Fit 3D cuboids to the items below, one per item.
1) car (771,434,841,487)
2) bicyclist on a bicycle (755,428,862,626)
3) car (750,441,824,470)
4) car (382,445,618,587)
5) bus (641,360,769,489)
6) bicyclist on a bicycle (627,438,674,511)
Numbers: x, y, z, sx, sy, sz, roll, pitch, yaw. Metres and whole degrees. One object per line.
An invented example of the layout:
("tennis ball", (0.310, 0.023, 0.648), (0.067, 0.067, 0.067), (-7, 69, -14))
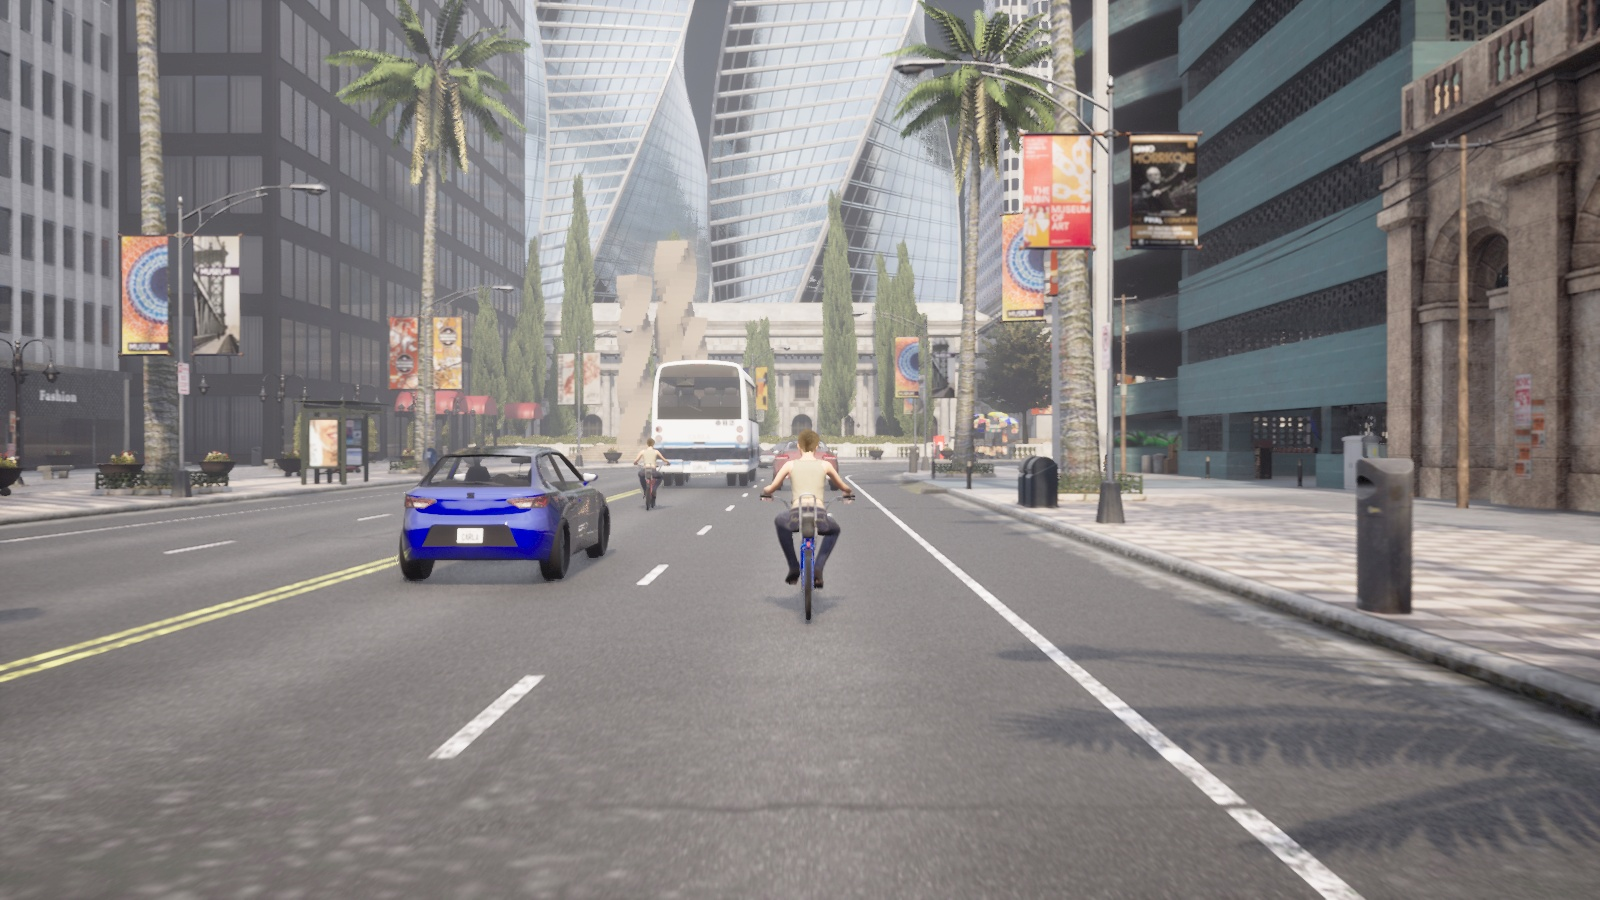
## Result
("car", (0.197, 0.305, 41.436), (2.152, 1.651, 5.027), (0, 0, 0))
("bicyclist on a bicycle", (0.069, 0.625, 10.987), (0.866, 1.612, 1.509), (0, 0, 0))
("car", (-0.713, 0.280, 74.413), (2.033, 1.649, 4.856), (0, 0, 33))
("car", (-3.418, 0.677, 15.125), (1.816, 1.474, 4.193), (0, 0, 0))
("bus", (-3.280, -0.881, 46.687), (3.944, 4.253, 10.273), (0, 0, 0))
("bicyclist on a bicycle", (-3.355, 0.530, 28.320), (0.866, 1.612, 1.509), (0, 0, 0))
